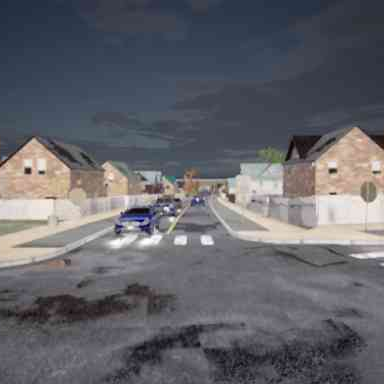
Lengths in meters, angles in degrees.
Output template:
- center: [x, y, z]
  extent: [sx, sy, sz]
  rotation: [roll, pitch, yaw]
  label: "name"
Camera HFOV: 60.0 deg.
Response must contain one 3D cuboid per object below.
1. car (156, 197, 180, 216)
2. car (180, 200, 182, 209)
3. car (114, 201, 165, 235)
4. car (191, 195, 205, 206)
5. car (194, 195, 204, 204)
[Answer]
- center: [-2.523, 1.221, 30.252]
  extent: [2.097, 1.767, 4.553]
  rotation: [0, 0, 1]
  label: "car"
- center: [-2.230, 1.378, 42.418]
  extent: [1.812, 1.442, 4.674]
  rotation: [0, 0, 2]
  label: "car"
- center: [-2.835, 1.433, 18.184]
  extent: [1.812, 1.442, 4.674]
  rotation: [0, 0, 2]
  label: "car"
- center: [0.933, 1.213, 49.684]
  extent: [2.097, 1.767, 4.553]
  rotation: [0, 0, 3]
  label: "car"
- center: [1.338, 1.393, 63.235]
  extent: [1.812, 1.442, 4.674]
  rotation: [0, 0, 3]
  label: "car"
